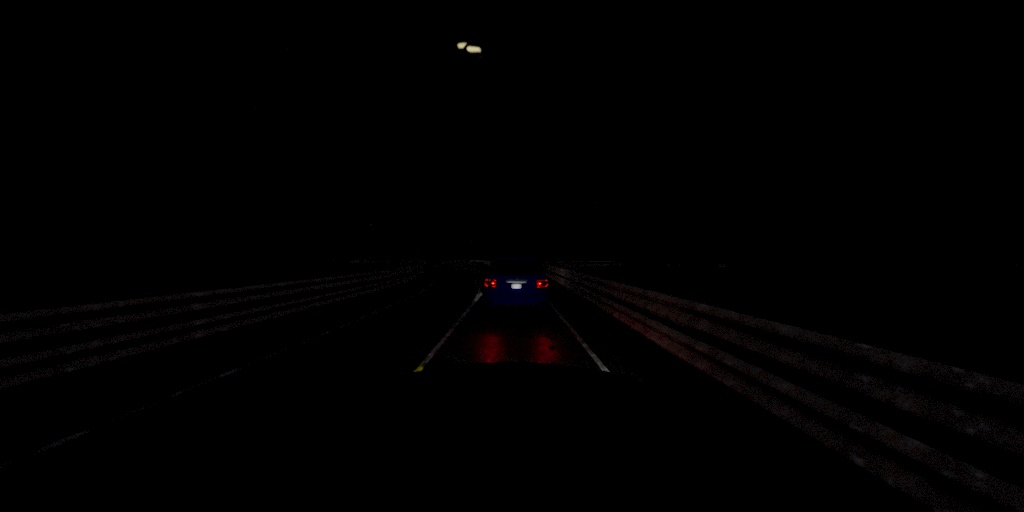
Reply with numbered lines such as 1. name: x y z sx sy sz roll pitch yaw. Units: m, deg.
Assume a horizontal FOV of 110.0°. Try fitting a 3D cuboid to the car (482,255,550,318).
1. car: 0.131 0.996 13.313 2.150 2.045 5.566 1 0 0
